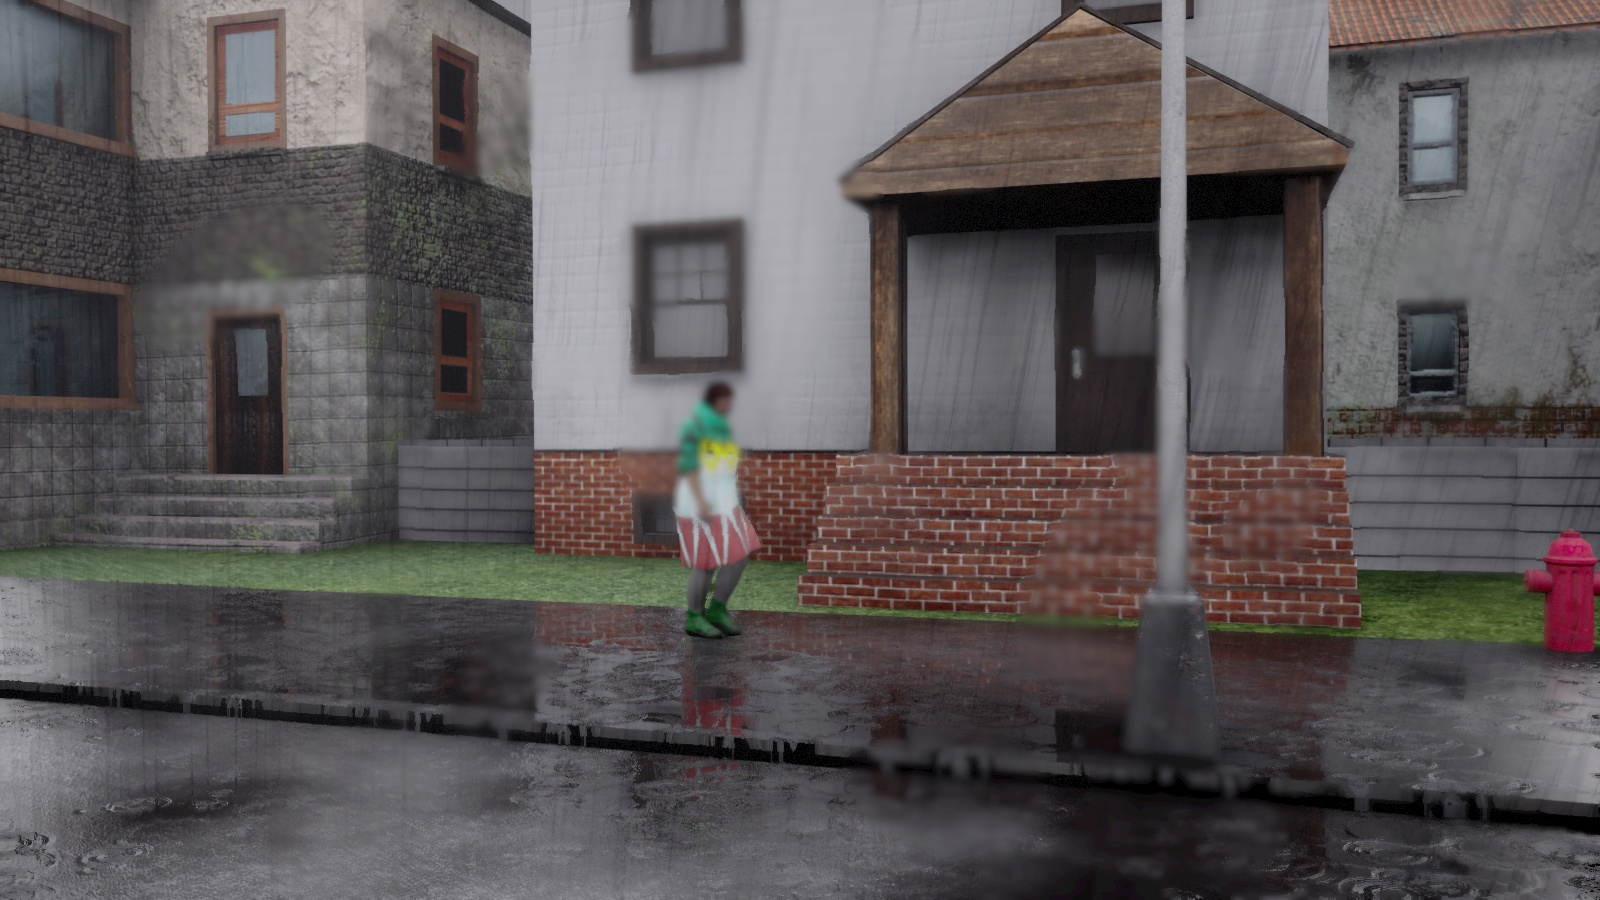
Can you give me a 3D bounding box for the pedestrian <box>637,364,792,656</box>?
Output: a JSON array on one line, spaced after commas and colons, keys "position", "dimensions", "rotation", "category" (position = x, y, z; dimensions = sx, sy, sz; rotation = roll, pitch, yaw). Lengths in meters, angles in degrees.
[{"position": [-0.597, 0.392, 8.881], "dimensions": [0.873, 1.952, 0.659], "rotation": [1, 1, 27], "category": "pedestrian"}]
